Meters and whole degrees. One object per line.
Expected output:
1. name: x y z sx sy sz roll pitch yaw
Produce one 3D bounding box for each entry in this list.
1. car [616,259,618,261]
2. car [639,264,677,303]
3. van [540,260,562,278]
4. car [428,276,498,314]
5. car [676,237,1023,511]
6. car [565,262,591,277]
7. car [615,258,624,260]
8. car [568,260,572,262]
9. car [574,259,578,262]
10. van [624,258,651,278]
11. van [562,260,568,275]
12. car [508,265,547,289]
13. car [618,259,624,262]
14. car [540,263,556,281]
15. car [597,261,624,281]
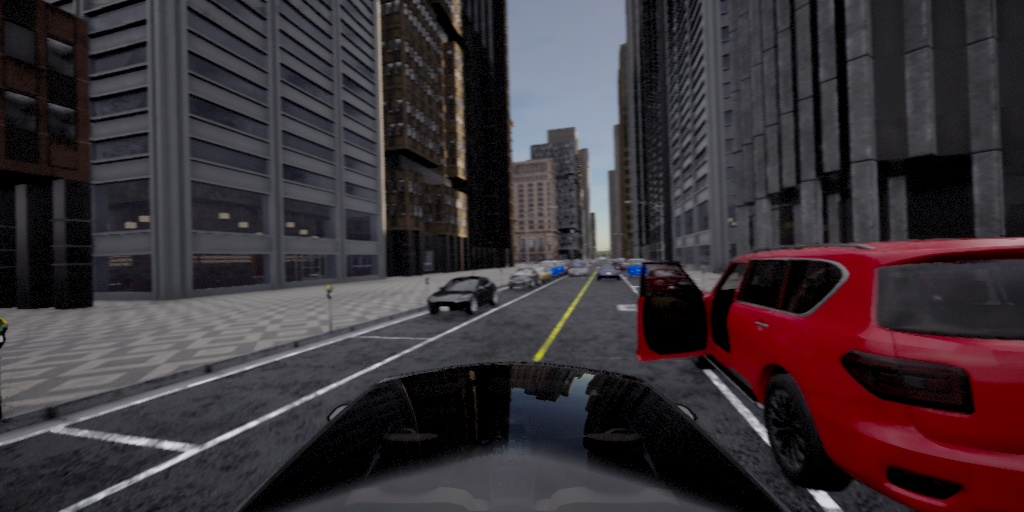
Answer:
1. car: 17.758 1.496 56.501 1.802 1.307 4.207 0 0 15
2. car: 7.807 1.276 18.291 1.888 1.381 4.507 0 0 15
3. van: 3.824 1.409 36.808 1.690 1.789 3.998 0 0 15
4. car: -1.863 1.530 14.974 1.948 1.339 4.313 0 0 15
5. car: 3.766 0.896 4.358 2.150 2.045 5.566 -2 -1 15
6. car: 7.435 1.605 39.938 1.895 1.301 4.718 -2 -1 15
7. car: 19.180 1.505 61.959 1.948 1.339 4.313 0 0 15
8. car: 6.667 1.561 47.725 1.967 1.591 4.097 0 0 15
9. car: 8.089 1.461 53.185 2.192 1.841 5.009 0 0 15
10. van: 12.072 1.150 34.666 1.690 1.789 3.998 0 0 15
11. van: 5.245 1.435 42.267 1.690 1.789 3.998 0 0 15
12. car: 0.981 1.567 25.891 2.007 1.370 4.403 0 0 15
13. car: 16.336 1.470 51.042 1.802 1.307 4.207 0 0 15
14. car: 2.359 1.568 31.185 1.751 1.417 4.829 0 0 15
15. car: 8.650 1.441 32.236 1.994 1.385 4.181 -2 -1 14
